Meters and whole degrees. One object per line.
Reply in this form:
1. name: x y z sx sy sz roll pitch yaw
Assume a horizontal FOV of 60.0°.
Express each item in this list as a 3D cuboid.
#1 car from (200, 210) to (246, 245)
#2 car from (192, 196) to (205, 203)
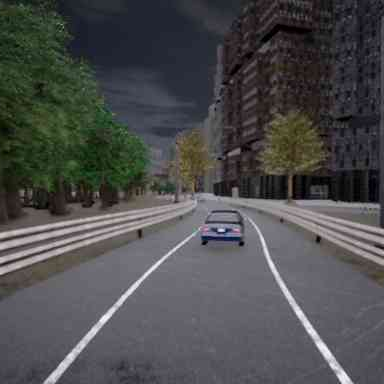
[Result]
1. car: 1.530 1.557 15.599 2.033 1.411 5.357 0 0 9
2. car: 1.352 1.477 70.509 2.033 1.411 5.357 0 0 -11
